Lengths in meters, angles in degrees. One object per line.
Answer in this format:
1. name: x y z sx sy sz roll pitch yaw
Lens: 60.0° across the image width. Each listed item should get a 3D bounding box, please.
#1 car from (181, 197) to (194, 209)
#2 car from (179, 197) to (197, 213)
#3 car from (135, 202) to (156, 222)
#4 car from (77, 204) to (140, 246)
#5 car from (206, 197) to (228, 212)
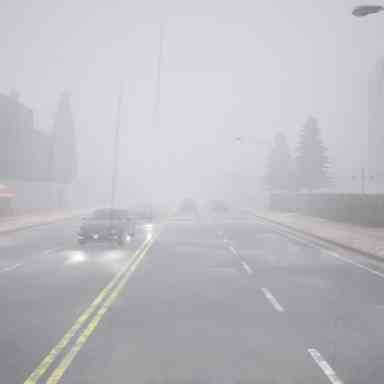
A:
1. car: -0.619 1.505 47.701 1.837 1.490 4.892 0 0 0
2. car: -0.435 1.492 37.663 2.128 1.511 4.902 0 0 -1
3. car: -3.847 1.526 26.052 1.812 1.442 4.674 0 0 -1
4. car: -3.795 1.506 15.423 1.837 1.490 4.892 0 0 -1
5. car: 3.076 1.547 38.620 2.033 1.411 5.357 0 0 -1
